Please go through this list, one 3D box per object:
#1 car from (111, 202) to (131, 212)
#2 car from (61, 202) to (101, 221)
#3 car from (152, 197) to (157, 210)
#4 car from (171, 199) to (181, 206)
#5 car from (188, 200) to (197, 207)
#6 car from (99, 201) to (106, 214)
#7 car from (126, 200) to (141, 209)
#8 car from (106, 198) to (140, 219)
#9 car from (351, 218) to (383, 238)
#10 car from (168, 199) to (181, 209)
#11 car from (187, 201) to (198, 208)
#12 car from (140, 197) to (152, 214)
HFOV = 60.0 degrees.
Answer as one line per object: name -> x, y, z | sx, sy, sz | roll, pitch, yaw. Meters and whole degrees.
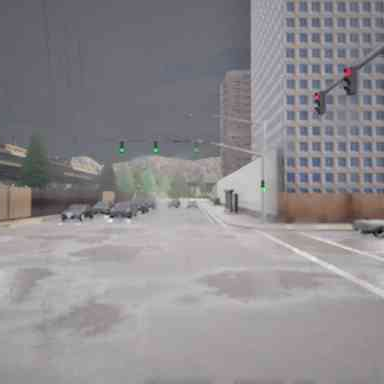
car -> -10.581, 2.239, 49.888 | 1.895, 1.301, 4.718 | 0, -1, 0
car -> -10.599, 1.891, 31.201 | 2.128, 1.511, 4.902 | 0, -1, 1
car -> -7.058, 1.923, 54.915 | 2.150, 2.045, 5.566 | 0, -1, 0
car -> -3.492, 2.230, 72.432 | 1.882, 1.535, 5.008 | 0, -1, 0
car -> 0.009, 2.525, 72.807 | 1.895, 1.301, 4.718 | 0, -1, 0
car -> -10.587, 1.865, 40.098 | 2.097, 1.767, 4.553 | 0, -1, 0
car -> -10.552, 2.246, 60.108 | 1.882, 1.535, 5.008 | 0, -1, 0
car -> -7.084, 1.797, 34.750 | 2.097, 1.767, 4.553 | 0, -1, 0
car -> 11.856, 1.901, 19.145 | 4.718, 1.301, 1.895 | 0, -1, 0
car -> -3.493, 2.396, 62.237 | 1.895, 1.301, 4.718 | 0, -1, 0
car -> 0.103, 2.400, 62.567 | 1.895, 1.301, 4.718 | 0, -1, 0
car -> -7.078, 1.786, 44.186 | 2.150, 2.045, 5.566 | 0, -1, 0
